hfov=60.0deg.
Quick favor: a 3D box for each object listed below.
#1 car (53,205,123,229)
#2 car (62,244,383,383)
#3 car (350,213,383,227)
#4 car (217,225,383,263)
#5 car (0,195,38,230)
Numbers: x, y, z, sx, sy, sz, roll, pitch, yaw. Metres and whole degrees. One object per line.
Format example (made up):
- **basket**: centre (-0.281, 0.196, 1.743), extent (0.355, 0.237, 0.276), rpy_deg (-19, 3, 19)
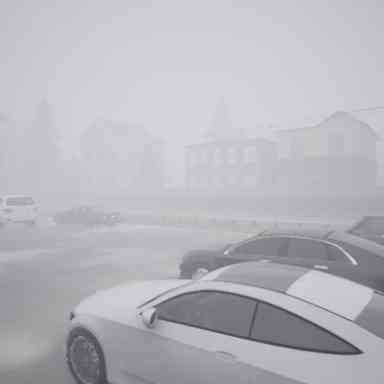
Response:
- **car**: centre (-6.885, 1.550, 21.799), extent (5.357, 1.411, 2.033), rpy_deg (0, 0, 35)
- **car**: centre (0.561, 1.526, 3.591), extent (4.674, 1.442, 1.812), rpy_deg (0, 0, 36)
- **car**: centre (5.088, 1.352, 8.960), extent (4.553, 1.767, 2.097), rpy_deg (0, 0, 35)
- **car**: centre (1.943, 1.505, 6.903), extent (4.892, 1.490, 1.837), rpy_deg (0, 0, 35)
- **car**: centre (-12.087, 1.224, 21.209), extent (5.566, 2.045, 2.150), rpy_deg (0, 0, 36)
